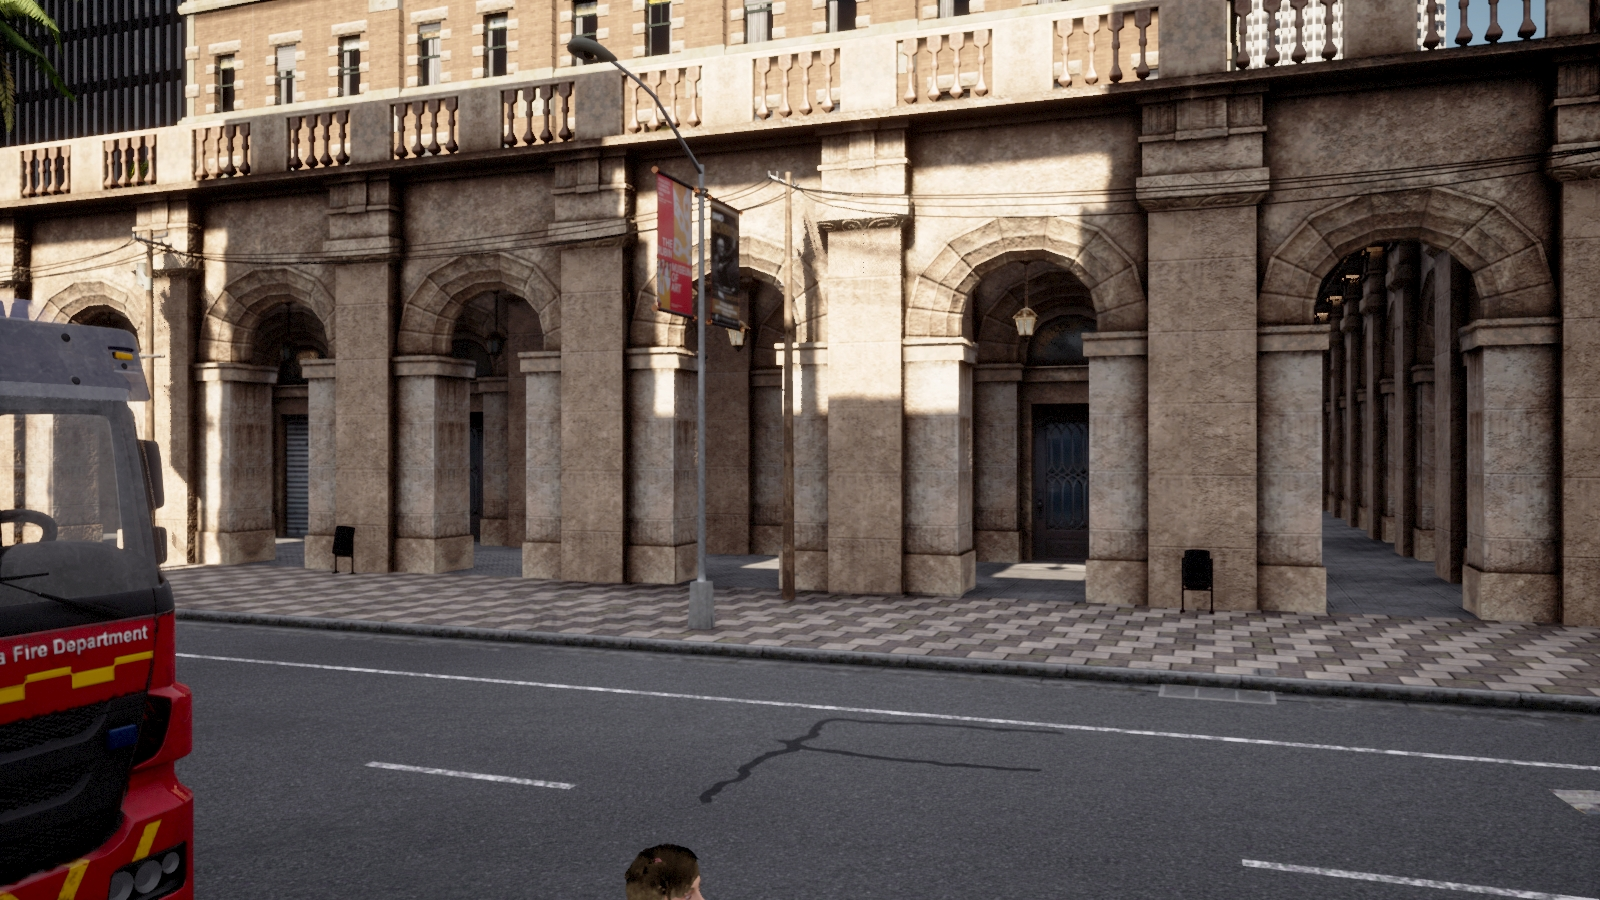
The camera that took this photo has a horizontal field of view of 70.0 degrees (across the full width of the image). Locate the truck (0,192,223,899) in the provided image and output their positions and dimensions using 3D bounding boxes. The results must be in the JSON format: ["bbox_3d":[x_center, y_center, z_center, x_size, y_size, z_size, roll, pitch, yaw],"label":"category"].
[{"bbox_3d":[-7.266,0.894,5.620,8.468,3.827,2.891,0,0,20],"label":"truck"}]

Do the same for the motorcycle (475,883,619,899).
[{"bbox_3d":[-0.072,2.170,3.287,2.356,1.277,0.764,0,0,20],"label":"motorcycle"}]
